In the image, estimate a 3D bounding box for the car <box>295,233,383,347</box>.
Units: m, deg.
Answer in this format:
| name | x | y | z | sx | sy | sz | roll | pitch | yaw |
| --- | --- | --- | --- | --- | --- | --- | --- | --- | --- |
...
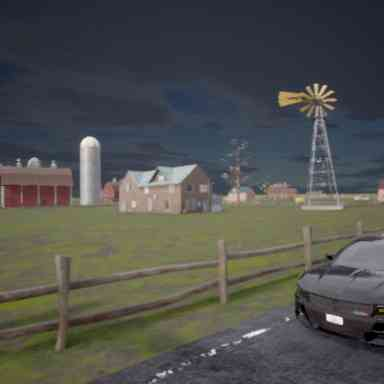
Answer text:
| name | x | y | z | sx | sy | sz | roll | pitch | yaw |
| --- | --- | --- | --- | --- | --- | --- | --- | --- | --- |
| car | 3.941 | 1.596 | 6.529 | 5.008 | 1.535 | 1.882 | 0 | -2 | -42 |
